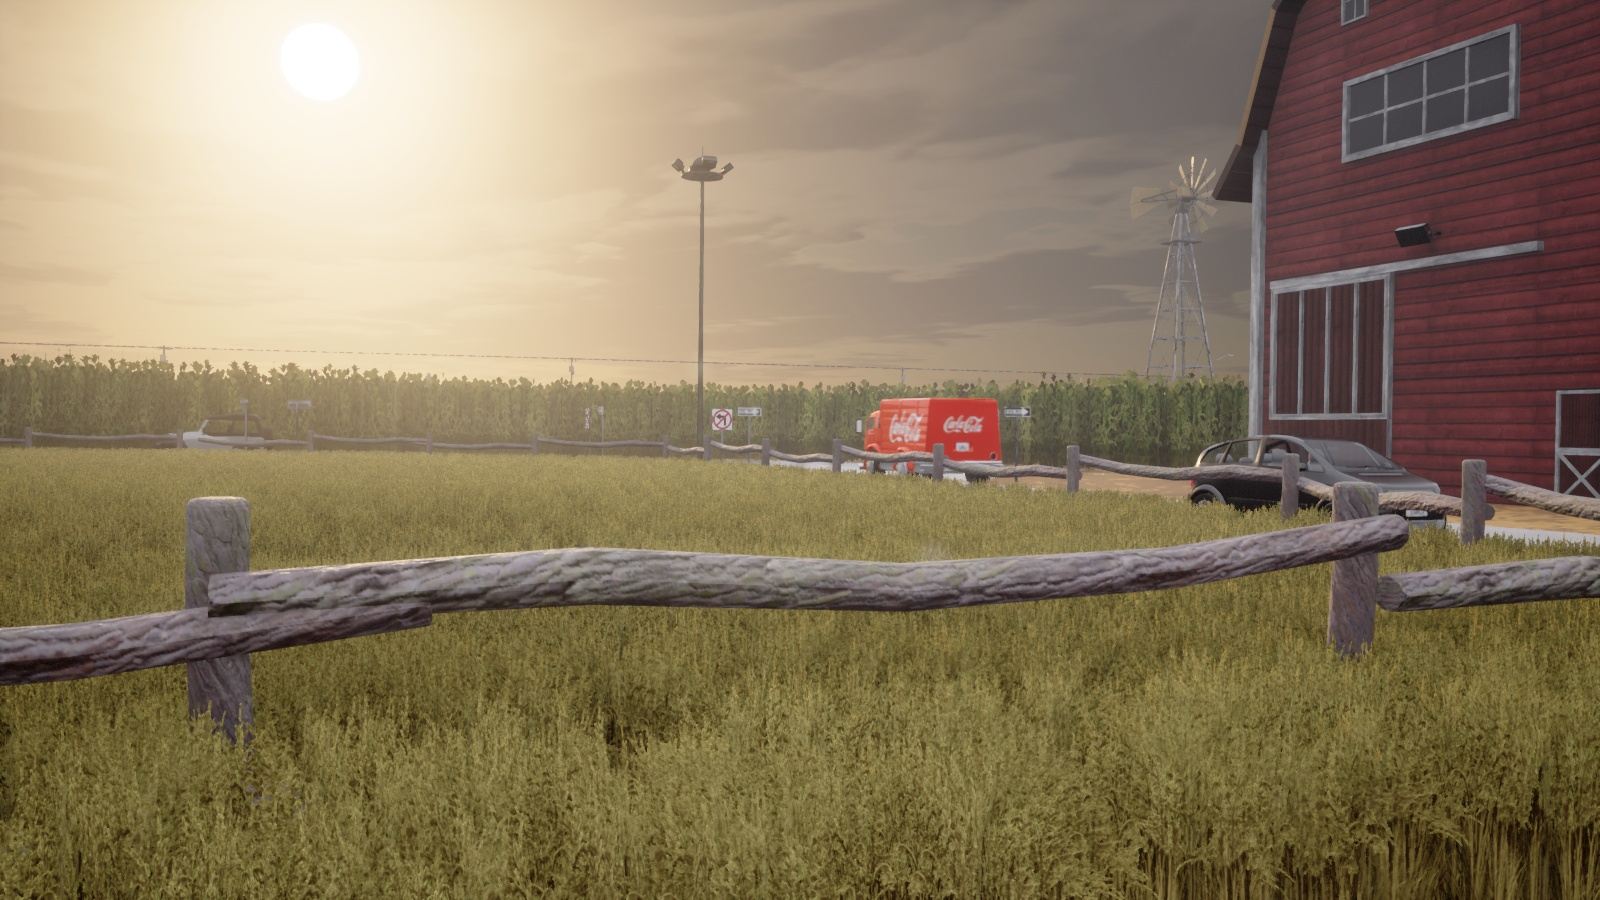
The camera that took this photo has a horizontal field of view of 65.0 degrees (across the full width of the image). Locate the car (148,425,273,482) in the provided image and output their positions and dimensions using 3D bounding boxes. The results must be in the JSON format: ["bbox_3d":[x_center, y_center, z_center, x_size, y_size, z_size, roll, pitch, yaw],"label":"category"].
[{"bbox_3d":[-20.655,0.096,44.131,3.866,1.878,1.905,-1,1,-23],"label":"car"}]

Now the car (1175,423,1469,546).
[{"bbox_3d":[7.317,0.403,17.989,1.789,1.549,3.705,-1,1,-23],"label":"car"}]

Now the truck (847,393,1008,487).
[{"bbox_3d":[3.552,-0.317,36.217,2.627,2.467,5.204,-1,1,-19],"label":"truck"}]
